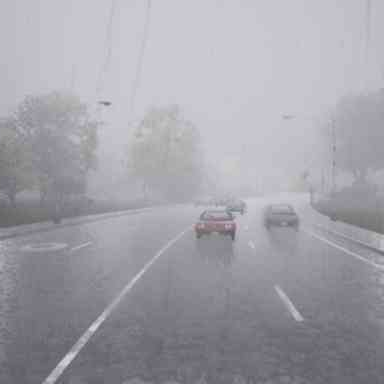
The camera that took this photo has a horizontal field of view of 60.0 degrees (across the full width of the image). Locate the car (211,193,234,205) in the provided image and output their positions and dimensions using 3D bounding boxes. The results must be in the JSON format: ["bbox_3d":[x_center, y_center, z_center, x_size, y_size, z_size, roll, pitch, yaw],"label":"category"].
[{"bbox_3d":[4.916,1.207,48.608,2.150,2.045,5.566,0,0,19],"label":"car"}]

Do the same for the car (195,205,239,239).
[{"bbox_3d":[1.322,1.595,17.260,1.895,1.301,4.718,0,0,7],"label":"car"}]

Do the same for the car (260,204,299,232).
[{"bbox_3d":[5.325,1.498,20.411,2.128,1.511,4.902,0,0,8],"label":"car"}]

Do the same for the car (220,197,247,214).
[{"bbox_3d":[4.691,1.542,35.009,2.033,1.411,5.357,0,0,14],"label":"car"}]

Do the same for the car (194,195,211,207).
[{"bbox_3d":[1.806,1.322,50.347,2.097,1.767,4.553,0,0,19],"label":"car"}]
